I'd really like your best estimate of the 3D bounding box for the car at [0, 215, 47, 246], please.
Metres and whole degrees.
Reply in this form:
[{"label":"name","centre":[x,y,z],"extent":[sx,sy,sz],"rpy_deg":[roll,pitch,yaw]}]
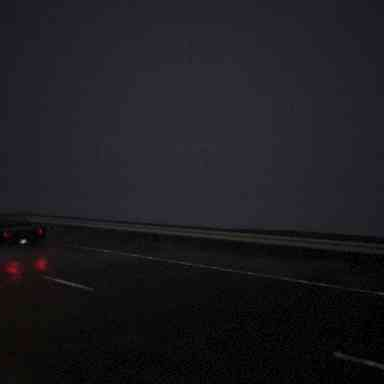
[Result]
[{"label":"car","centre":[-8.293,1.616,14.084],"extent":[4.718,1.301,1.895],"rpy_deg":[0,0,36]}]
